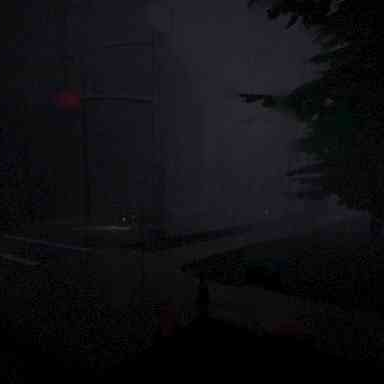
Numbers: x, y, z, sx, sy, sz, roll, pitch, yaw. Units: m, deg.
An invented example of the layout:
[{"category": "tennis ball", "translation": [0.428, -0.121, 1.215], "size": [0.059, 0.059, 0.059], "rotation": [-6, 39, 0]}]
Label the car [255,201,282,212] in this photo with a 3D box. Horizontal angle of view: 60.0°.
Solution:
[{"category": "car", "translation": [9.275, 1.557, 40.140], "size": [1.812, 1.442, 4.674], "rotation": [0, 0, 37]}]

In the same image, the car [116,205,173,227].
[{"category": "car", "translation": [-3.265, 1.595, 23.383], "size": [1.994, 1.385, 4.181], "rotation": [0, 0, 37]}]
